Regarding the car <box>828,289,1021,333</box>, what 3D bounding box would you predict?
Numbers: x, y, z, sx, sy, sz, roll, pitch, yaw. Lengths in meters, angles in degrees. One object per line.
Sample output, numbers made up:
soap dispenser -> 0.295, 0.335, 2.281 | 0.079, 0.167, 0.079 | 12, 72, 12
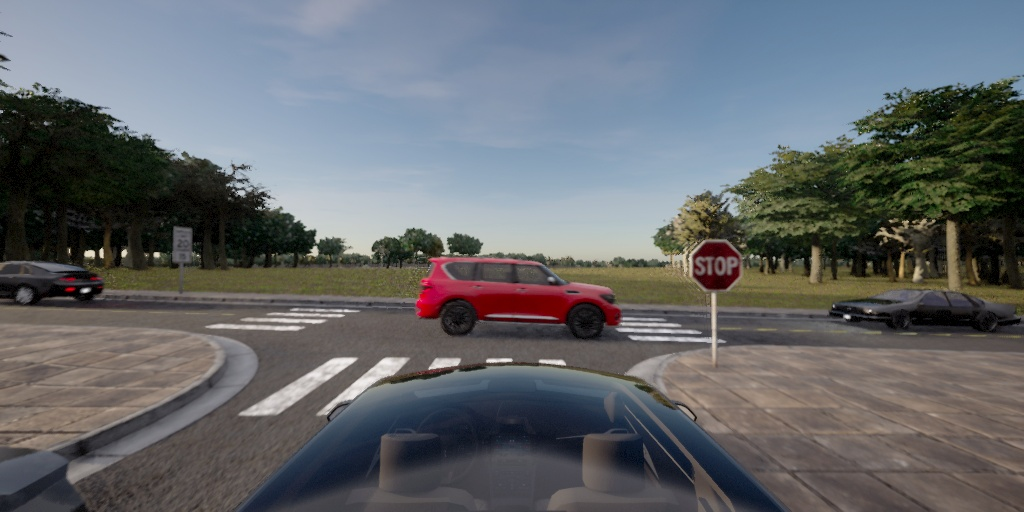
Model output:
car -> 14.919, 1.911, 13.109 | 5.357, 1.411, 2.033 | 2, -1, 0

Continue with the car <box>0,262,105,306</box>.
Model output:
car -> -18.028, 0.949, 13.149 | 4.892, 1.490, 1.837 | 2, -1, 0

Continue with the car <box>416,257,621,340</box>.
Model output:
car -> 0.160, 1.099, 10.188 | 5.566, 2.045, 2.150 | 2, -1, 0
